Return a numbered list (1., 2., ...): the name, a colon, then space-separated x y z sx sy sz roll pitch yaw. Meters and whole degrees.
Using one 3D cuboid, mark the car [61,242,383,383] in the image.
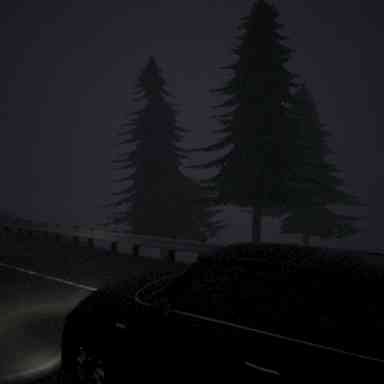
1. car: 0.645 1.349 3.543 4.553 1.767 2.097 0 0 36
